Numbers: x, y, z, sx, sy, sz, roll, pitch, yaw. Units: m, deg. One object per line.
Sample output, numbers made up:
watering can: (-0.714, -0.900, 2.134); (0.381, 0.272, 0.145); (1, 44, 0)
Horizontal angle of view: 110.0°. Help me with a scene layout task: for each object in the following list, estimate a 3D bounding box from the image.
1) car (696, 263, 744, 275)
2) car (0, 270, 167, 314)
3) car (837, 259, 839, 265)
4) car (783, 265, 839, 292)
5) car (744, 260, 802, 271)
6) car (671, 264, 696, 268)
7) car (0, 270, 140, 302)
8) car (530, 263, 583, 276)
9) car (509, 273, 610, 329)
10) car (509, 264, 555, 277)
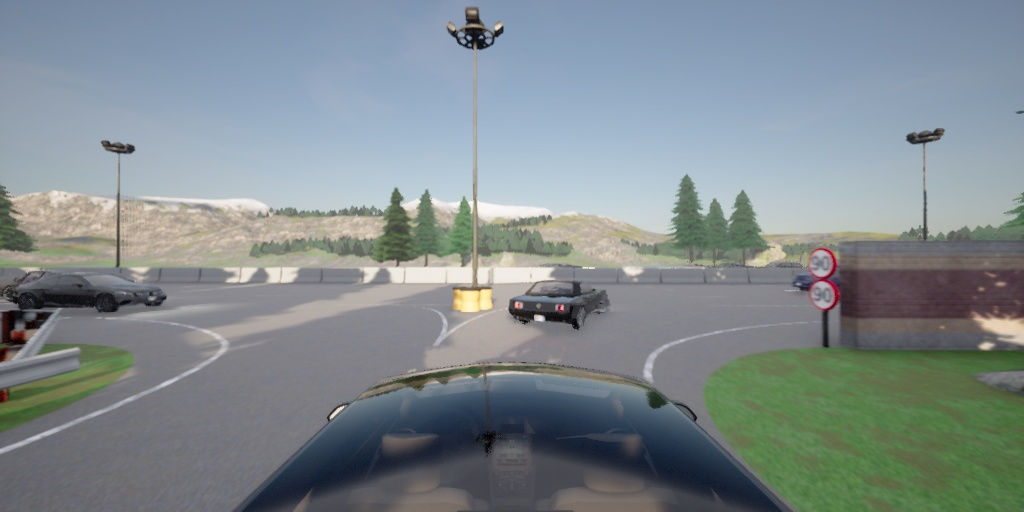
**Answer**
car: (22.564, 1.455, 37.578); (4.902, 1.511, 2.128); (0, 0, 1)
car: (-16.001, 1.350, 13.675); (4.674, 1.442, 1.812); (0, 0, 1)
car: (41.283, 1.225, 44.076); (5.566, 2.045, 2.150); (0, -1, 4)
car: (18.280, 1.386, 19.973); (4.674, 1.442, 1.812); (0, 0, 1)
car: (25.255, 1.295, 34.012); (4.553, 1.767, 2.097); (0, 0, 1)
car: (22.254, 1.605, 44.592); (4.718, 1.301, 1.895); (0, 0, 1)
car: (-21.633, 1.393, 17.301); (5.357, 1.411, 2.033); (0, 0, 1)
car: (4.404, 1.438, 34.458); (4.902, 1.511, 2.128); (0, 0, 1)
car: (1.756, 1.413, 11.713); (1.895, 1.301, 4.718); (0, 0, 27)
car: (2.113, 1.567, 38.005); (4.718, 1.301, 1.895); (0, 0, 1)
